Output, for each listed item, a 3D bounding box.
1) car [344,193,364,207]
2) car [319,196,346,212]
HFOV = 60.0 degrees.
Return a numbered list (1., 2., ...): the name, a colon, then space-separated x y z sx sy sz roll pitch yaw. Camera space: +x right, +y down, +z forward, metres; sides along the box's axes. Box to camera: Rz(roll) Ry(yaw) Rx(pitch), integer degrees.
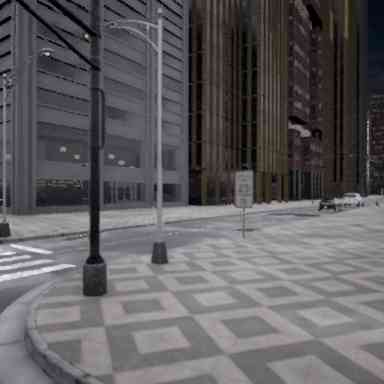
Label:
1. car: 24.273 1.202 50.117 2.150 2.045 5.566 0 0 36
2. car: 16.303 1.481 39.035 1.837 1.490 4.892 0 -1 36
